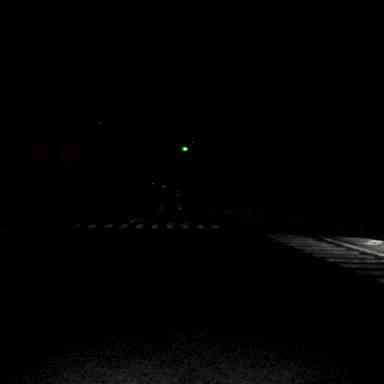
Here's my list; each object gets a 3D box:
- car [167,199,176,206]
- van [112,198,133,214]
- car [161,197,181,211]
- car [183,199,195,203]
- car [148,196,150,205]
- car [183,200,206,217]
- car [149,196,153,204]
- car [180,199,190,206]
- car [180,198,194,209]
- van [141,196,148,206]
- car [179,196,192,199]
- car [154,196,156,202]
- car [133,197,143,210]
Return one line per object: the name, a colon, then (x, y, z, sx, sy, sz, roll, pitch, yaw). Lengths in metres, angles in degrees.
car: (-4.167, 2.138, 67.868, 1.895, 1.301, 4.718, 1, 0, -3)
van: (-8.351, 1.592, 39.258, 1.690, 1.788, 3.998, 1, 0, -3)
car: (-3.009, 1.871, 48.145, 2.128, 1.511, 4.902, 1, 0, -3)
car: (0.146, 1.864, 39.929, 1.752, 1.417, 4.829, 1, 0, -3)
car: (-9.976, 2.016, 66.770, 1.887, 1.381, 4.507, 1, -1, -3)
car: (0.480, 1.845, 34.256, 2.008, 1.369, 4.403, 1, 0, -3)
car: (-10.298, 1.830, 72.275, 2.192, 1.841, 5.009, 1, -1, -3)
car: (-1.476, 2.085, 67.446, 1.752, 1.417, 4.829, 1, -1, -3)
car: (-0.168, 1.932, 45.262, 2.008, 1.369, 4.403, 1, 0, -3)
van: (-9.649, 1.768, 61.269, 1.690, 1.788, 3.998, 1, 0, -3)
car: (-0.490, 1.741, 50.768, 2.192, 1.841, 5.009, 1, 0, -3)
car: (-10.947, 1.919, 83.281, 2.192, 1.841, 5.009, 1, -1, -3)
car: (-9.003, 1.904, 50.261, 1.947, 1.339, 4.313, 1, 0, -3)
